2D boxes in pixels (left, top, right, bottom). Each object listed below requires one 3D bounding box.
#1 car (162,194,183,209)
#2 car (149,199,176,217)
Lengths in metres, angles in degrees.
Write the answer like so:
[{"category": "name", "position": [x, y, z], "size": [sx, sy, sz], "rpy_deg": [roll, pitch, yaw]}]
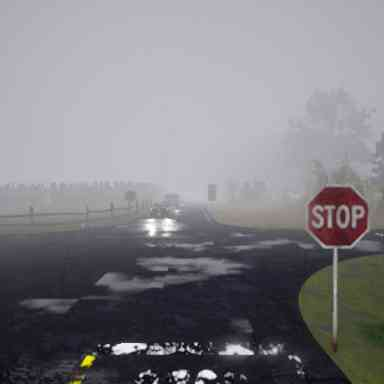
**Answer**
[{"category": "car", "position": [-2.800, 1.227, 45.593], "size": [2.150, 2.045, 5.566], "rpy_deg": [0, 0, 0]}, {"category": "car", "position": [-2.819, 1.599, 30.904], "size": [1.895, 1.301, 4.718], "rpy_deg": [0, 0, 0]}]
